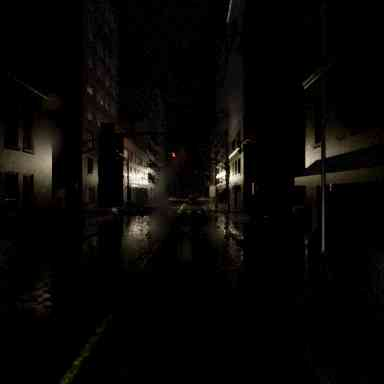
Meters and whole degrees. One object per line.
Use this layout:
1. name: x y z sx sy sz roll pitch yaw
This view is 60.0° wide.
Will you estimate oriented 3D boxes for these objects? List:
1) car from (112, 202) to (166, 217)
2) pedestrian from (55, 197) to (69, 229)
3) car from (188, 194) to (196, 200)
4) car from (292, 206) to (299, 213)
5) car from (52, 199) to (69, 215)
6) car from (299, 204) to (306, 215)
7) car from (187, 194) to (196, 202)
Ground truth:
1. car: -4.784 1.590 30.346 4.718 1.301 1.895 0 0 -27
2. pedestrian: -7.208 1.138 18.545 0.375 1.860 0.375 0 0 0
3. car: 0.021 1.312 85.583 1.837 1.490 4.892 0 0 0
4. car: 12.431 1.507 32.988 4.829 1.417 1.752 0 0 1
5. car: -14.593 1.415 33.276 4.097 1.590 1.967 0 0 1
6. car: 13.132 1.210 30.412 5.566 2.045 2.150 0 0 1
7. car: 0.020 1.464 75.580 1.812 1.442 4.674 0 0 0
